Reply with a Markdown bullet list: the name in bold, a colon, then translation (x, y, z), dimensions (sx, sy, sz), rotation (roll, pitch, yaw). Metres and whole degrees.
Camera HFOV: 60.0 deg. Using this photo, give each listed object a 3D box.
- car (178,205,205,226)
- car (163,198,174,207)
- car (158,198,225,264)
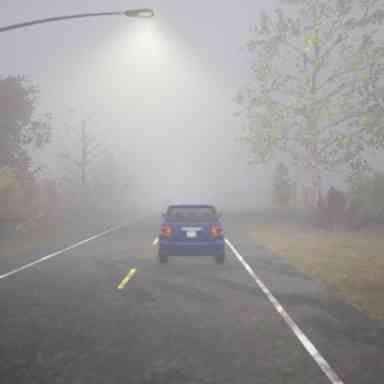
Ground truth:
- **car**: translation (-0.070, 1.839, 27.522), dimensions (2.033, 1.411, 5.357), rotation (0, -1, 0)
- **car**: translation (-4.642, 2.018, 65.941), dimensions (2.097, 1.767, 4.553), rotation (0, -1, -6)
- **car**: translation (-0.007, 1.359, 12.577), dimensions (2.150, 2.045, 5.566), rotation (0, 0, 0)
